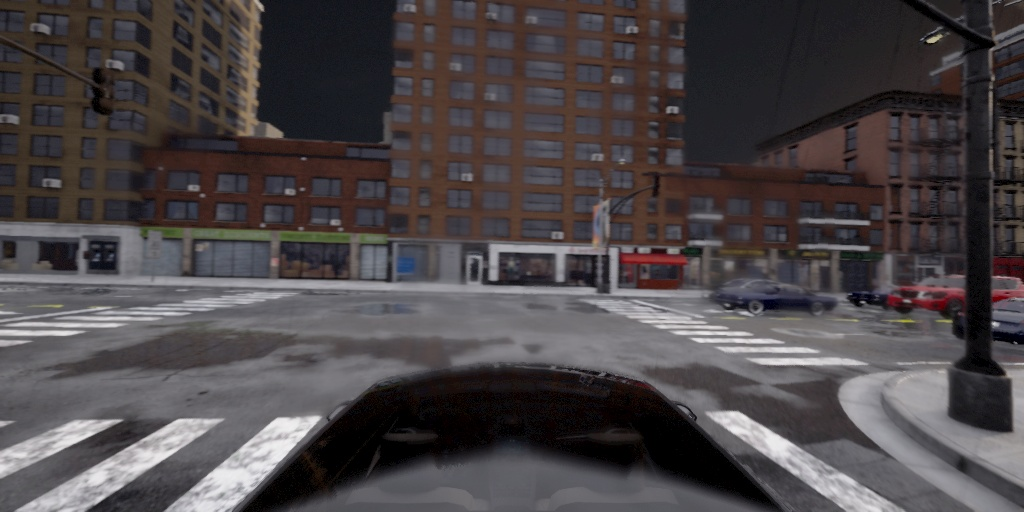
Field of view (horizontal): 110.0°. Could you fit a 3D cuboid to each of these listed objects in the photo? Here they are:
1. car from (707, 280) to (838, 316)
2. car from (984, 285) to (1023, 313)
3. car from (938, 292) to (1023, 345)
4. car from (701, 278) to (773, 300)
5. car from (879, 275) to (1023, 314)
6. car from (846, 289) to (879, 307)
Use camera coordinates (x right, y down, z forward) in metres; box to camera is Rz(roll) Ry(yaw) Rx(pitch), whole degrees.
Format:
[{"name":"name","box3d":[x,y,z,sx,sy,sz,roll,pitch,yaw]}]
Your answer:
[{"name":"car","box3d":[11.868,1.968,16.347,4.718,1.301,1.895,2,-1,-6]},{"name":"car","box3d":[31.908,2.626,21.665,4.892,1.490,1.837,2,-1,-6]},{"name":"car","box3d":[15.046,1.888,9.968,4.181,1.385,1.994,2,-1,-6]},{"name":"car","box3d":[12.973,1.971,19.729,4.902,1.511,2.128,2,-1,-6]},{"name":"car","box3d":[21.585,1.922,17.353,5.566,2.045,2.150,2,-1,-6]},{"name":"car","box3d":[22.185,2.396,20.671,4.718,1.301,1.895,2,-1,-6]}]
